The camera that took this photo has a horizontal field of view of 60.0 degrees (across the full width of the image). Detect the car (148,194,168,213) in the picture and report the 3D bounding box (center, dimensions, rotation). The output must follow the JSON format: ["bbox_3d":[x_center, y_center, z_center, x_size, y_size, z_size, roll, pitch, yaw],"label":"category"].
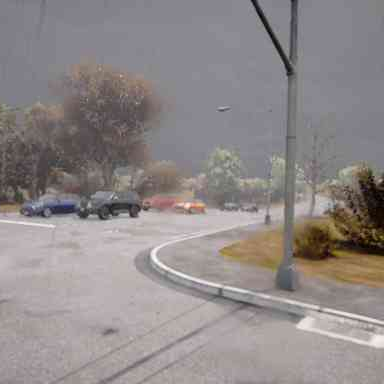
[{"bbox_3d":[-3.372,1.194,36.877,2.150,2.045,5.566,2,-1,27],"label":"car"}]

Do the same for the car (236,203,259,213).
[{"bbox_3d":[9.418,2.553,54.023,2.128,1.511,4.902,2,-2,27],"label":"car"}]

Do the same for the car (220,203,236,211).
[{"bbox_3d":[6.278,2.489,55.571,1.812,1.442,4.674,2,-2,27],"label":"car"}]

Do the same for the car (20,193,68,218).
[{"bbox_3d":[-9.939,0.865,24.108,2.097,1.767,4.553,2,0,28],"label":"car"}]

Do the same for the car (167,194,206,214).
[{"bbox_3d":[-0.283,1.423,35.238,2.097,1.767,4.553,2,-2,27],"label":"car"}]

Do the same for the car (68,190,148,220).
[{"bbox_3d":[-5.903,0.869,24.248,2.150,2.045,5.566,2,-1,27],"label":"car"}]
